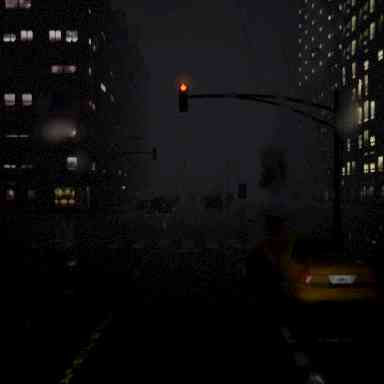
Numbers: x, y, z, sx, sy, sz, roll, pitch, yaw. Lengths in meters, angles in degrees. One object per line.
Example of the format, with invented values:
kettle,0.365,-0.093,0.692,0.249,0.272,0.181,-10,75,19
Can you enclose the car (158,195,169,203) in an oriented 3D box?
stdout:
car,-5.820,1.443,68.094,1.967,1.590,4.097,0,0,0

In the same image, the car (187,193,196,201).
car,-0.146,1.153,79.696,2.150,2.045,5.566,0,0,0

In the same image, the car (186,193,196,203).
car,-0.128,1.551,69.248,2.033,1.411,5.357,0,0,0

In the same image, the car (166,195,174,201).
car,-5.859,1.553,90.031,1.752,1.417,4.829,0,0,0

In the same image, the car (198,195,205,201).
car,2.520,1.554,90.386,1.752,1.417,4.829,0,0,0

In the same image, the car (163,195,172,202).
car,-5.840,1.454,79.148,1.967,1.590,4.097,0,0,0

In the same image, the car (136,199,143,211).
car,-5.767,1.536,40.461,2.008,1.369,4.403,0,0,0

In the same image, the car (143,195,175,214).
car,-3.361,1.337,34.927,2.097,1.767,4.553,0,0,4

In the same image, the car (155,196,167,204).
car,-5.809,1.542,62.567,1.887,1.381,4.507,0,0,0

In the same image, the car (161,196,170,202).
car,-5.829,1.590,73.621,1.802,1.307,4.206,0,0,0

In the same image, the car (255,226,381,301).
car,2.672,1.519,8.234,1.752,1.417,4.829,0,0,0

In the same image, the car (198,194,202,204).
car,2.570,1.312,62.582,2.192,1.841,5.009,0,0,0

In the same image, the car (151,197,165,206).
car,-5.799,1.543,57.041,2.008,1.369,4.403,0,0,0

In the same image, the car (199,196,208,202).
car,2.551,1.553,73.636,1.887,1.381,4.507,0,0,0

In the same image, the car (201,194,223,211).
car,2.611,1.300,40.477,2.192,1.841,5.009,0,0,0

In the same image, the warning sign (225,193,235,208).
warning sign,4.992,1.101,43.738,1.300,1.860,1.060,0,0,0

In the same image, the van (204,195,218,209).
van,2.601,1.327,46.003,1.690,1.788,3.998,0,0,0

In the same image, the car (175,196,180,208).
car,-3.184,1.551,48.079,1.994,1.385,4.181,0,0,0
